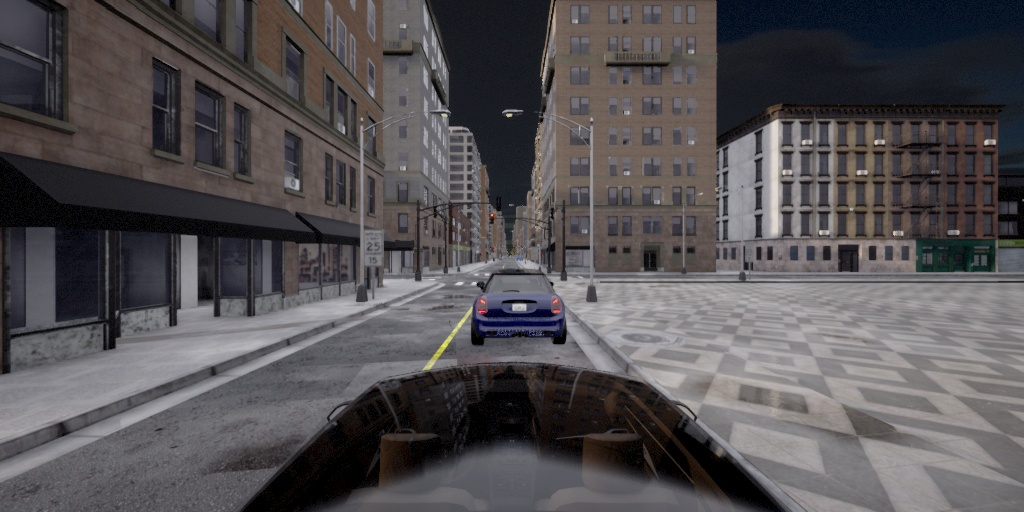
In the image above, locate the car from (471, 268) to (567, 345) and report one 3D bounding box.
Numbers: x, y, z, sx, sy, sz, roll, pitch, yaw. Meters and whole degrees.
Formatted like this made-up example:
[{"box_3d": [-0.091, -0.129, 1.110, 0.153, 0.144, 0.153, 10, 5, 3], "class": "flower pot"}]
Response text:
[{"box_3d": [0.102, 1.101, 9.661, 2.097, 1.767, 4.553, 0, 0, -1], "class": "car"}]
